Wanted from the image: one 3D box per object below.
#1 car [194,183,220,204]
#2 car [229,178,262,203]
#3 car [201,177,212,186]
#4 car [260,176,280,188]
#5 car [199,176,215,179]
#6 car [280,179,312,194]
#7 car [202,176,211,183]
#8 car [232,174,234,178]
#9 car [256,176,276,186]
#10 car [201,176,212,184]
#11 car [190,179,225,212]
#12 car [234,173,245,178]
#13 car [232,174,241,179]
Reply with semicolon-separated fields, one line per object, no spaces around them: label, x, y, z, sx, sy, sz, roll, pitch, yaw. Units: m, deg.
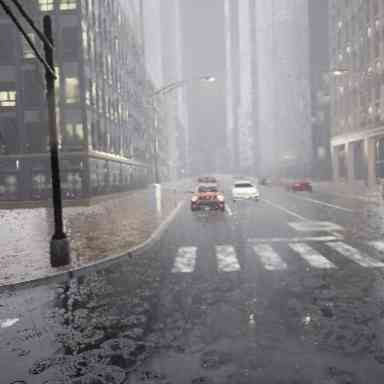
car;1.143;0.061;25.327;1.802;1.307;4.206;-1;3;2
car;3.807;-0.082;25.076;1.812;1.442;4.674;-2;3;3
car;2.540;-1.942;58.689;1.887;1.381;4.507;-1;3;2
car;10.217;-1.307;41.874;1.752;1.417;4.829;-1;3;2
car;1.370;-0.533;30.873;2.192;1.841;5.009;-1;3;2
car;9.744;-0.584;30.581;1.802;1.307;4.206;-1;3;2
car;3.006;-2.597;69.810;1.887;1.381;4.507;-1;3;2
car;12.070;-4.127;86.194;2.192;1.841;5.009;-1;3;2
car;10.444;-1.584;47.269;1.947;1.339;4.313;-1;3;2
car;2.773;-2.264;64.250;2.008;1.369;4.403;-1;3;2
car;0.907;0.247;19.758;1.967;1.590;4.097;-1;3;2
car;11.842;-3.570;80.644;1.887;1.381;4.507;-1;3;2
car;12.309;-4.204;91.771;1.947;1.339;4.313;-1;3;2
